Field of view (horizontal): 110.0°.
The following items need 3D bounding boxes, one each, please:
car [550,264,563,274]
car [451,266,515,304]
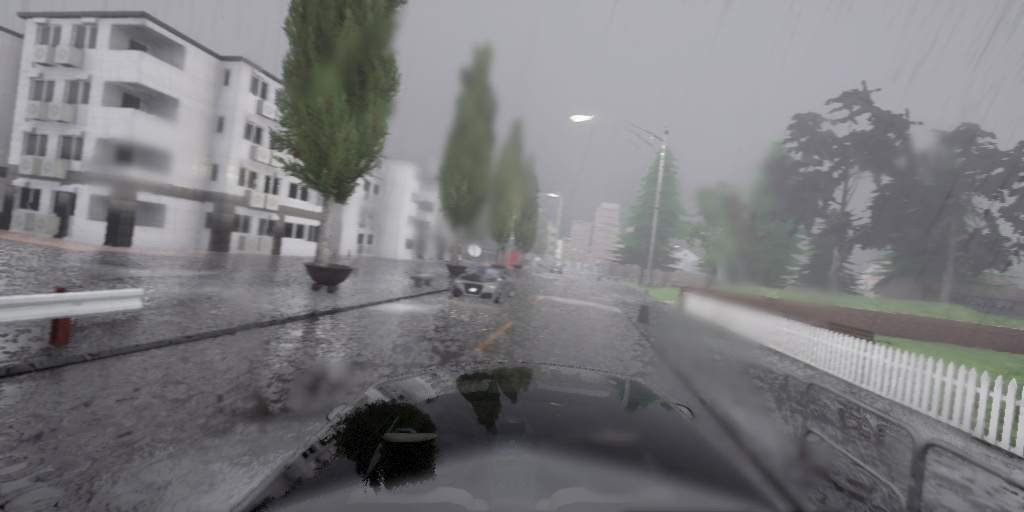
[{"bbox_3d":[7.585,2.203,60.731,2.128,1.511,4.902,7,0,11],"label":"car"},{"bbox_3d":[-1.119,1.172,15.854,1.994,1.385,4.181,7,0,11],"label":"car"}]
